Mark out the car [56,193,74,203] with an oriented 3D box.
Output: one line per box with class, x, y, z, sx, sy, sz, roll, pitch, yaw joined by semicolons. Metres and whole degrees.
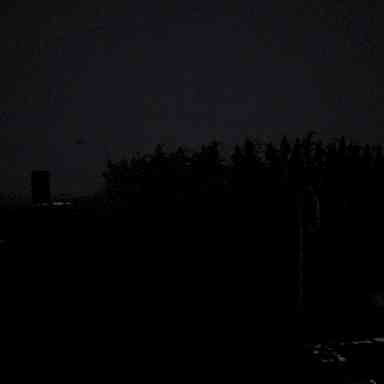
car;-18.955;0.836;49.880;2.033;1.411;5.357;0;1;-11
